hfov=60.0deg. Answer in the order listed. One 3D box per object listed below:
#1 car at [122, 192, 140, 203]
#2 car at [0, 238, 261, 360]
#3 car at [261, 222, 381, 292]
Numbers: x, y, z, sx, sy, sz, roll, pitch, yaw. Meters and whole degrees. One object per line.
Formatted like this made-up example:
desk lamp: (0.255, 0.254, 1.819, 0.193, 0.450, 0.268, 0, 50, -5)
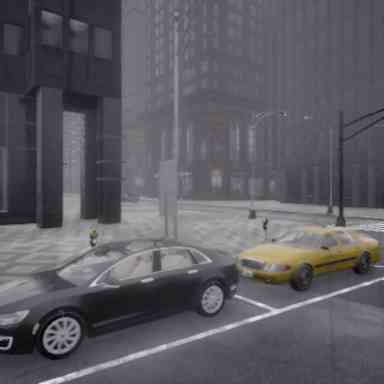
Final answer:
car: (-8.906, 0.769, 45.762, 1.812, 1.442, 4.674, 0, 1, -36)
car: (-1.111, 1.551, 5.855, 4.403, 1.369, 2.008, 0, 0, -36)
car: (3.238, 1.526, 8.958, 4.829, 1.417, 1.752, 0, 0, -36)
